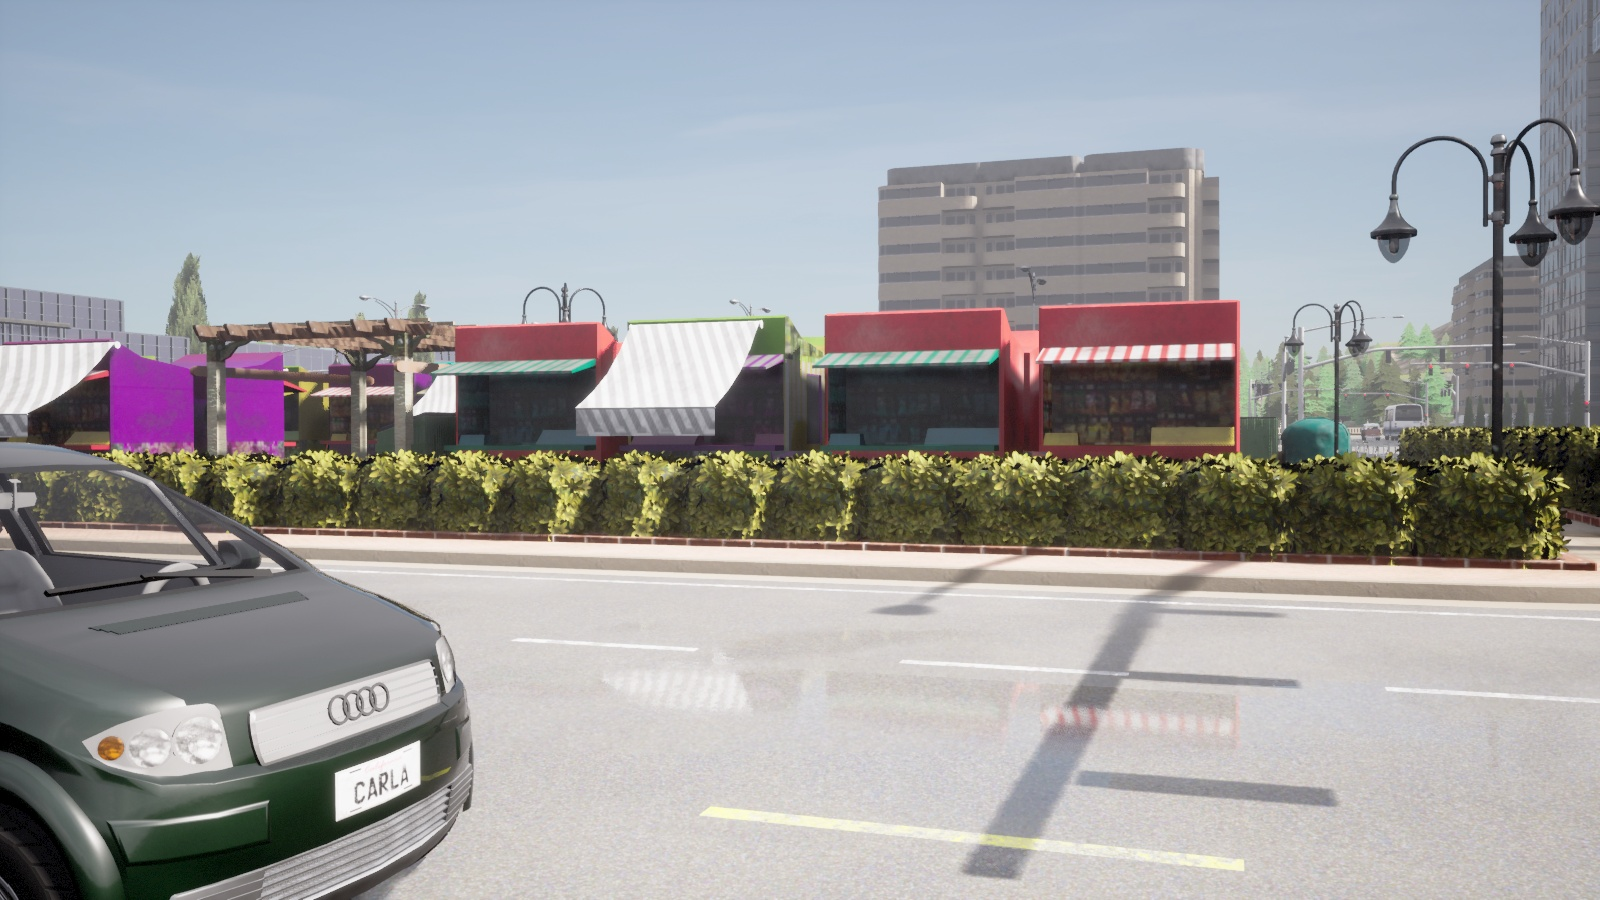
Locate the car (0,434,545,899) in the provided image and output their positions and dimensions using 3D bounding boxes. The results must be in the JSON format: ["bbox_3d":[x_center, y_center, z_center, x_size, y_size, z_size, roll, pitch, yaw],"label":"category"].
[{"bbox_3d":[-2.942,0.727,4.181,3.705,1.549,1.789,0,1,19],"label":"car"}]
